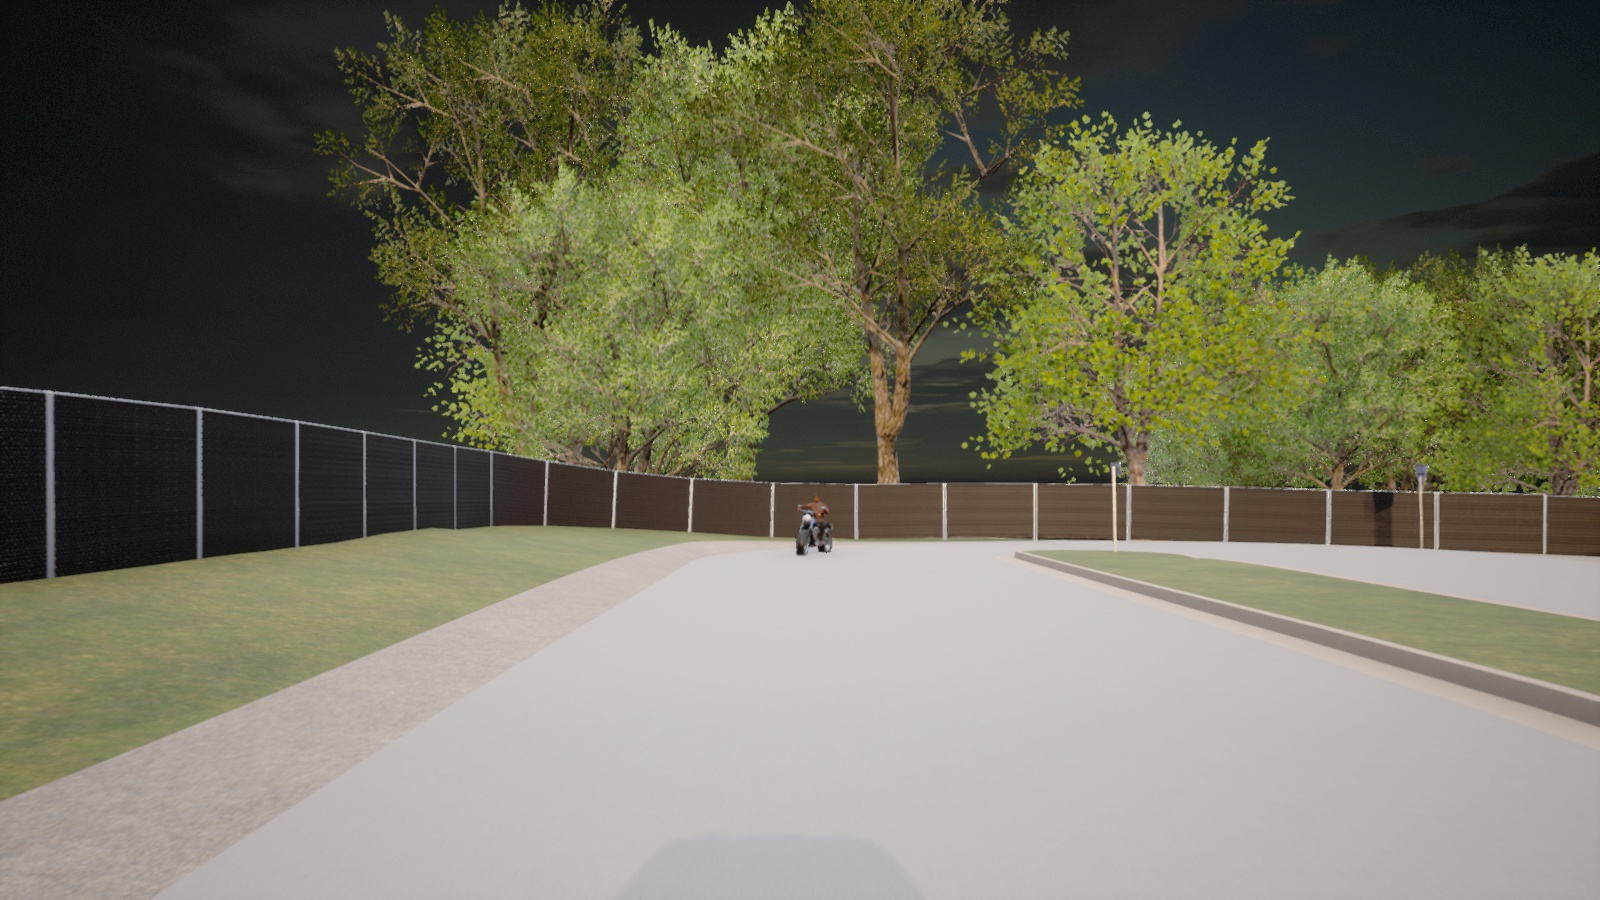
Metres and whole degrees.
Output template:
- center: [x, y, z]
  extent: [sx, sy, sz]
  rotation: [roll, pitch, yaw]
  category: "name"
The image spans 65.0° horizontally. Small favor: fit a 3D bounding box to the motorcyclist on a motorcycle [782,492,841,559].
- center: [0.321, 1.928, 32.539]
  extent: [0.766, 1.649, 2.350]
  rotation: [0, -1, 21]
  category: "motorcyclist on a motorcycle"
